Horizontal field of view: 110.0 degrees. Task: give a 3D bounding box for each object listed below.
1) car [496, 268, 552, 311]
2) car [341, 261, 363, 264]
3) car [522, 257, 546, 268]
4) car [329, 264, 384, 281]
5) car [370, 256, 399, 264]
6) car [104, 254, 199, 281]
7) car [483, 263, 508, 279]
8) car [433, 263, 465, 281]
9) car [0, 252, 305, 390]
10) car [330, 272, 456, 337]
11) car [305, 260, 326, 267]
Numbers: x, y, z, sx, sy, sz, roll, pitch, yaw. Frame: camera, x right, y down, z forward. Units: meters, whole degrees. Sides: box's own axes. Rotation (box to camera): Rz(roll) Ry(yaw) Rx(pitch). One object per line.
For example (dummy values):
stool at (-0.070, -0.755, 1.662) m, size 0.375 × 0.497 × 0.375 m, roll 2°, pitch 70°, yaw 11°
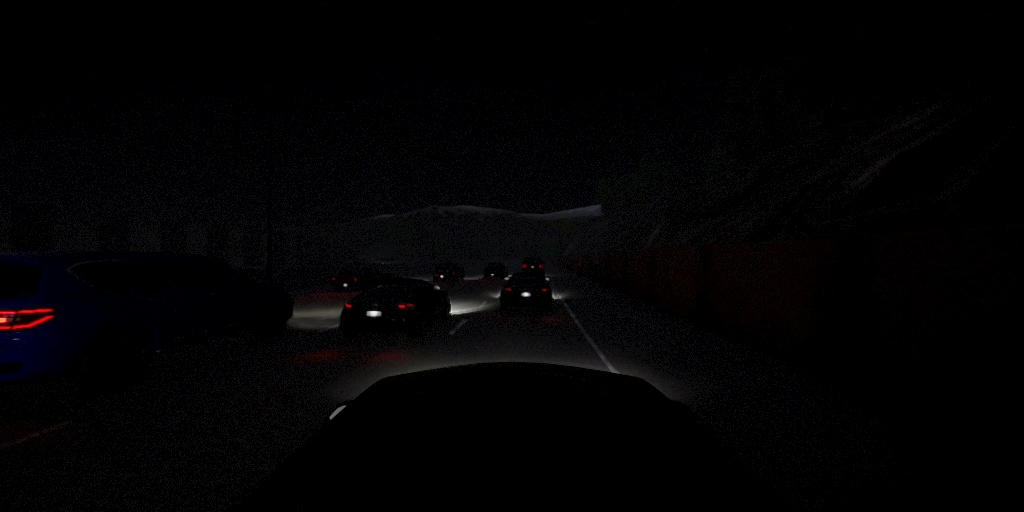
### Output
car at (0.622, 1.370, 14.967) m, size 1.994 × 1.385 × 4.181 m, roll 0°, pitch 0°, yaw 3°
car at (-21.375, 1.330, 47.444) m, size 1.812 × 1.442 × 4.674 m, roll 0°, pitch 0°, yaw 6°
car at (2.173, 1.121, 35.928) m, size 2.150 × 2.045 × 5.566 m, roll 0°, pitch 0°, yaw 5°
car at (-9.423, 1.378, 22.813) m, size 1.895 × 1.301 × 4.718 m, roll 0°, pitch 0°, yaw 4°
car at (-17.738, 1.054, 50.020) m, size 2.150 × 2.045 × 5.566 m, roll 0°, pitch 0°, yaw 6°
car at (-30.094, 0.906, 30.299) m, size 2.150 × 2.045 × 5.566 m, roll 0°, pitch -1°, yaw 5°
car at (-1.506, 1.375, 33.948) m, size 1.837 × 1.490 × 4.892 m, roll 0°, pitch 0°, yaw 5°
car at (-5.307, 1.339, 30.640) m, size 1.837 × 1.490 × 4.892 m, roll 0°, pitch 0°, yaw 5°
car at (-6.838, 0.952, 6.945) m, size 2.150 × 2.045 × 5.566 m, roll 0°, pitch 0°, yaw 2°
car at (-3.142, 1.330, 10.430) m, size 1.994 × 1.385 × 4.181 m, roll 0°, pitch 0°, yaw 3°
car at (-25.276, 1.260, 44.765) m, size 2.128 × 1.511 × 4.902 m, roll 0°, pitch 0°, yaw 6°
